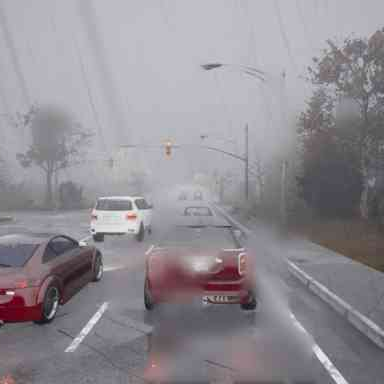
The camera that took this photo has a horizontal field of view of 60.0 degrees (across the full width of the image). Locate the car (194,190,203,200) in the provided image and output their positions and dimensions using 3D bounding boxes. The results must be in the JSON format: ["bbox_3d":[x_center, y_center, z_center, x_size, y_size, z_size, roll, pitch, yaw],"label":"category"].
[{"bbox_3d":[1.395,1.017,75.488,1.812,1.442,4.674,0,3,1],"label":"car"}]

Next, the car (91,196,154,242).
[{"bbox_3d":[-3.242,1.221,16.549,2.150,2.045,5.566,0,0,3],"label":"car"}]

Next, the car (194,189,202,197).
[{"bbox_3d":[1.604,0.173,85.449,2.097,1.767,4.553,0,3,1],"label":"car"}]

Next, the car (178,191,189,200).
[{"bbox_3d":[-2.104,1.045,75.562,1.994,1.385,4.181,0,3,1],"label":"car"}]

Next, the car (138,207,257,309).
[{"bbox_3d":[0.175,1.352,8.011,2.097,1.767,4.553,0,0,1],"label":"car"}]

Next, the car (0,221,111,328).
[{"bbox_3d":[-3.335,1.564,7.131,1.994,1.385,4.181,0,0,1],"label":"car"}]

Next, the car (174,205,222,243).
[{"bbox_3d":[0.295,1.491,16.987,2.128,1.511,4.902,0,0,1],"label":"car"}]

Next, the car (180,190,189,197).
[{"bbox_3d":[-1.895,0.356,85.561,2.033,1.411,5.357,0,3,1],"label":"car"}]
